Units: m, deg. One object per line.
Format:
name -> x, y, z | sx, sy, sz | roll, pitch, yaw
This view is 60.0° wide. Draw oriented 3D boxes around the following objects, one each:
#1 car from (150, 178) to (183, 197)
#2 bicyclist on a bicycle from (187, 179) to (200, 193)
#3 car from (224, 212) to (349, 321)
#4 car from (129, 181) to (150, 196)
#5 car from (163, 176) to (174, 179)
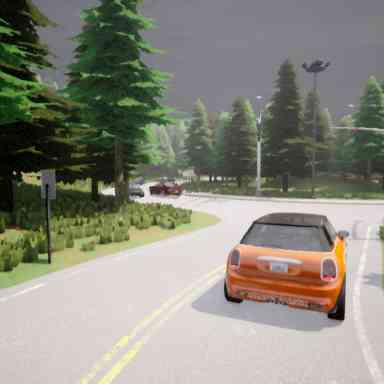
car -> -2.891, -0.323, 35.184 | 1.882, 1.535, 5.008 | -4, 5, -33
bicyclist on a bicycle -> 0.158, -0.662, 37.309 | 1.656, 1.620, 0.582 | -3, 5, -28
car -> 2.359, 1.237, 7.548 | 2.097, 1.767, 4.553 | 2, 2, 25
car -> -6.421, -0.143, 33.850 | 2.033, 1.411, 5.357 | -2, 5, -27
car -> -4.507, -2.206, 62.783 | 1.812, 1.442, 4.674 | 1, 4, 16
